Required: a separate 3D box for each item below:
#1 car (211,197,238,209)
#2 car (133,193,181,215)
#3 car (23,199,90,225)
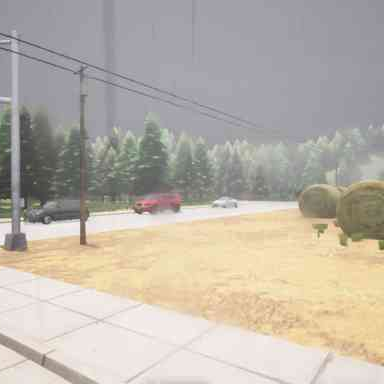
[{"bbox_3d":[4.349,1.407,43.785,1.812,1.442,4.674,0,0,37],"label":"car"},{"bbox_3d":[-3.372,1.171,33.451,2.150,2.045,5.566,0,0,37],"label":"car"},{"bbox_3d":[-9.941,1.362,24.630,2.097,1.767,4.553,0,0,37],"label":"car"}]
